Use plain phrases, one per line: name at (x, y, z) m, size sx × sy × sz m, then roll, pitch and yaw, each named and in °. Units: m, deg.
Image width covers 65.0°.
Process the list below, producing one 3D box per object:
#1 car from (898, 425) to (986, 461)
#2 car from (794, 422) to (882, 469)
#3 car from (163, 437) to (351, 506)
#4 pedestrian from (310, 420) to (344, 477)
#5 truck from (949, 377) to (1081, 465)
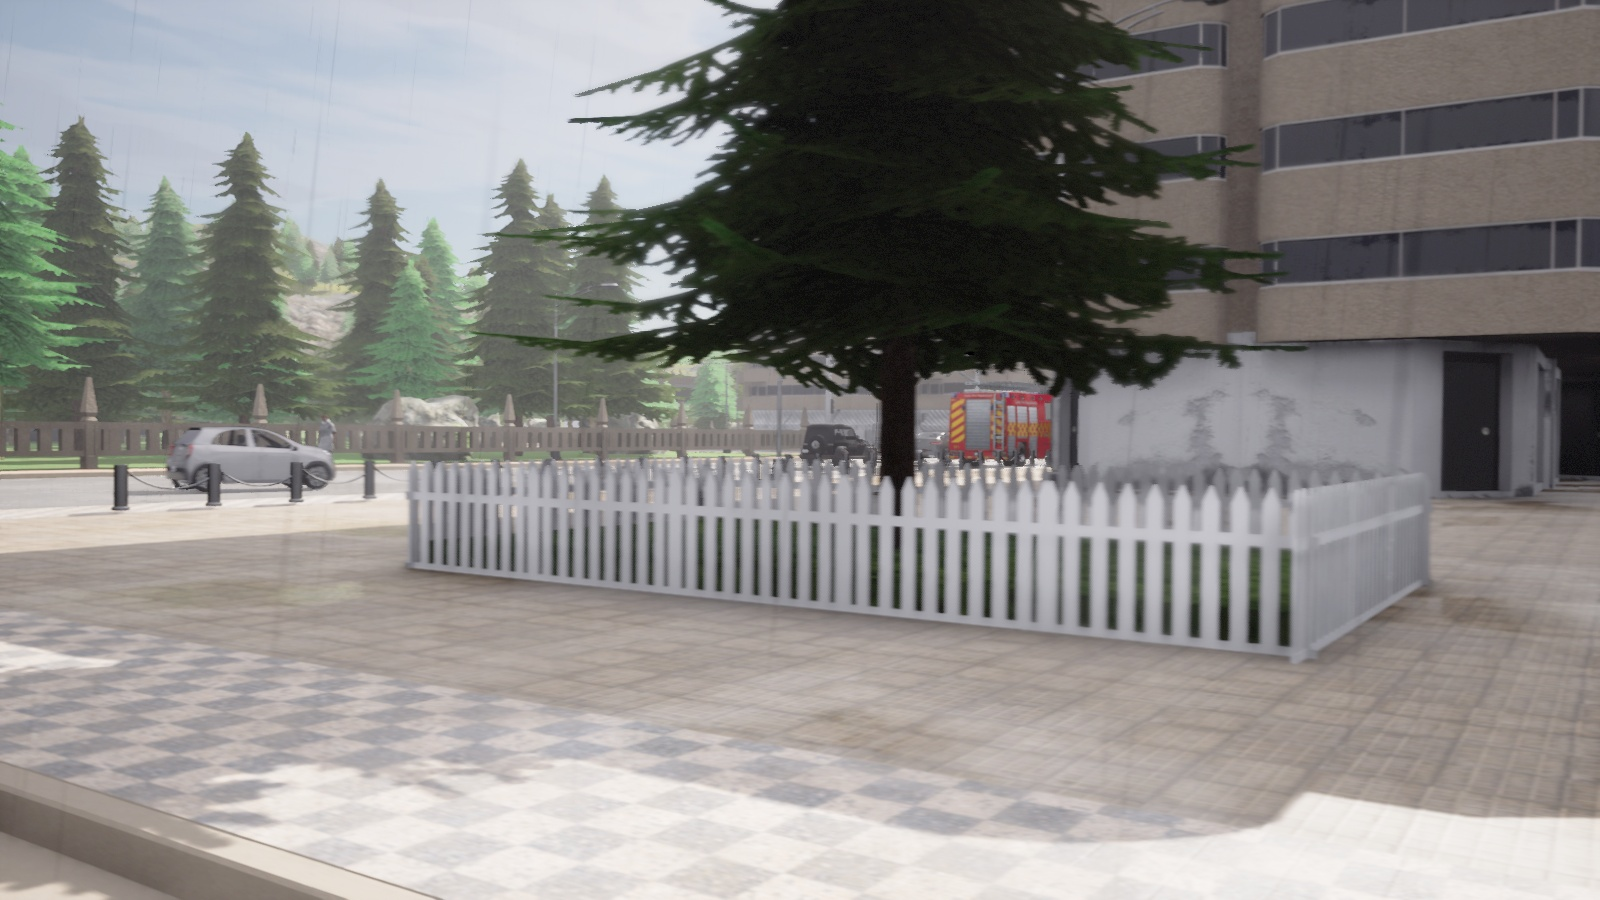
car at (6.868, -0.376, 60.244) m, size 2.152 × 1.651 × 5.027 m, roll 0°, pitch 1°, yaw 34°
car at (1.609, -0.202, 52.305) m, size 1.905 × 1.878 × 3.866 m, roll 0°, pitch 1°, yaw 33°
car at (-12.753, 0.457, 29.570) m, size 3.633 × 1.501 × 1.845 m, roll -1°, pitch 1°, yaw -43°
pedestrian at (-16.404, -0.057, 43.555) m, size 0.659 × 1.952 × 0.873 m, roll 0°, pitch 1°, yaw 33°
truck at (10.245, -1.333, 59.004) m, size 2.891 × 3.827 × 8.468 m, roll 0°, pitch 1°, yaw 34°
